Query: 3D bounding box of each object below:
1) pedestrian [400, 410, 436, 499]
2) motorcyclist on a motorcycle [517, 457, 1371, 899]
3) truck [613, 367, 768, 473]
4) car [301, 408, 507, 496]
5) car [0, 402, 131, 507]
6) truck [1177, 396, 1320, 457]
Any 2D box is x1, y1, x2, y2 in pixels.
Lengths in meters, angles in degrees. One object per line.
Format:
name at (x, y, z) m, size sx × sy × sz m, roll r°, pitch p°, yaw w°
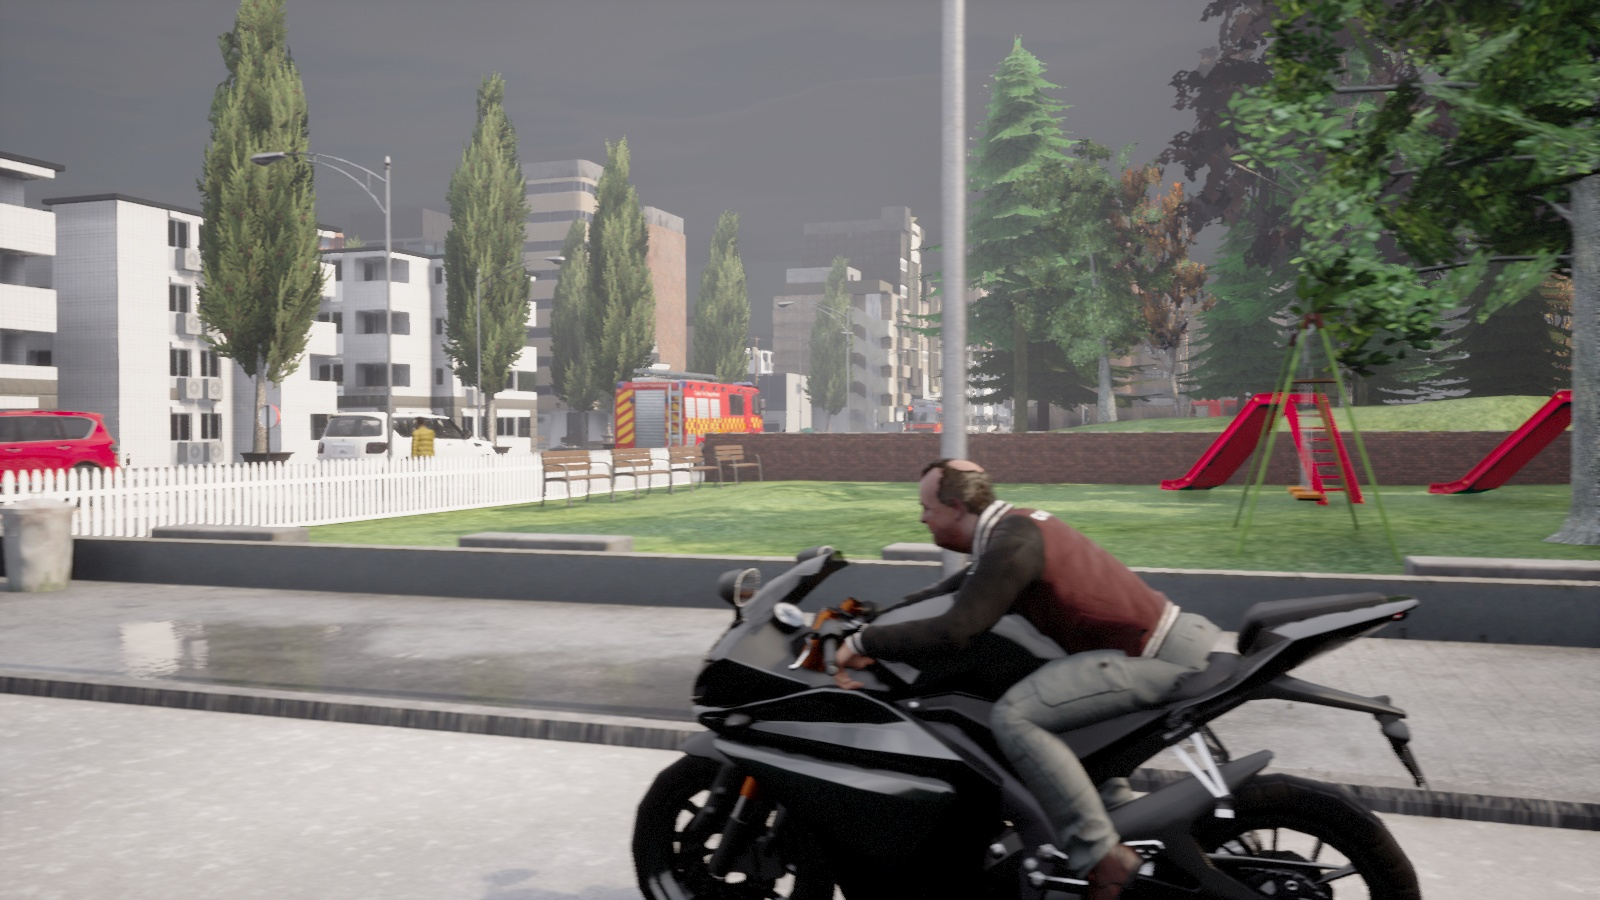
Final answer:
pedestrian at (-7.952, 0.088, 26.132) m, size 0.431 × 1.840 × 0.709 m, roll -1°, pitch 1°, yaw -44°
motorcyclist on a motorcycle at (0.381, 0.805, 3.593) m, size 2.191 × 1.530 × 0.866 m, roll 1°, pitch 1°, yaw 19°
truck at (-4.103, -1.146, 49.479) m, size 2.891 × 3.827 × 8.468 m, roll 1°, pitch 1°, yaw 19°
car at (-9.967, -0.008, 32.199) m, size 2.150 × 2.045 × 5.566 m, roll 1°, pitch 1°, yaw 19°
car at (-16.563, 0.080, 25.197) m, size 2.150 × 2.045 × 5.566 m, roll 1°, pitch 1°, yaw 19°
truck at (28.740, -1.523, 80.754) m, size 8.468 × 3.827 × 2.891 m, roll 1°, pitch 1°, yaw 19°
